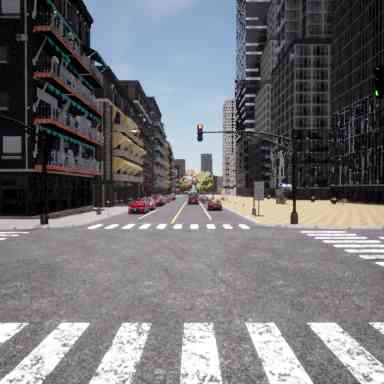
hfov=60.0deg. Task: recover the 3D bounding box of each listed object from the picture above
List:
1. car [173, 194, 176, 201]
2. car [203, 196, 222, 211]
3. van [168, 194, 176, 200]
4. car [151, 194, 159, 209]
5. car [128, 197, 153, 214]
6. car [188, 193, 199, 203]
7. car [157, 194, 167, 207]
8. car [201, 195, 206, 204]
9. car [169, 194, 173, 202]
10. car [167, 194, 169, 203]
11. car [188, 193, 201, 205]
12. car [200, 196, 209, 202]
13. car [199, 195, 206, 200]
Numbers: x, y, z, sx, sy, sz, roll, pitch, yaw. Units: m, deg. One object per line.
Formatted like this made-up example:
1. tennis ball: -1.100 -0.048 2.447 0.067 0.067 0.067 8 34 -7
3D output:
1. car: -5.520 1.322 86.241 2.192 1.841 5.009 -1 0 0
2. car: 2.734 1.541 41.089 1.887 1.381 4.507 -1 0 0
3. van: -5.507 1.351 91.889 1.690 1.788 3.998 -1 0 0
4. car: -5.615 1.436 41.049 1.967 1.590 4.097 -1 0 0
5. car: -5.625 1.540 35.401 1.887 1.381 4.507 -1 0 0
6. car: 0.264 1.223 70.034 2.150 2.045 5.566 0 0 0
7. car: -5.592 1.312 52.348 2.192 1.841 5.009 -1 0 0
8. car: 2.783 1.551 63.685 2.008 1.369 4.403 -1 0 0
9. car: -5.552 1.584 69.295 1.802 1.307 4.206 -1 0 0
10. car: -5.578 1.439 57.996 1.967 1.590 4.097 -1 0 0
11. car: 0.229 1.477 59.769 1.882 1.535 5.008 0 0 0
12. car: 2.807 1.548 74.983 1.887 1.381 4.507 -1 0 0
13. car: 2.843 1.535 92.100 1.752 1.417 4.829 -1 0 0
